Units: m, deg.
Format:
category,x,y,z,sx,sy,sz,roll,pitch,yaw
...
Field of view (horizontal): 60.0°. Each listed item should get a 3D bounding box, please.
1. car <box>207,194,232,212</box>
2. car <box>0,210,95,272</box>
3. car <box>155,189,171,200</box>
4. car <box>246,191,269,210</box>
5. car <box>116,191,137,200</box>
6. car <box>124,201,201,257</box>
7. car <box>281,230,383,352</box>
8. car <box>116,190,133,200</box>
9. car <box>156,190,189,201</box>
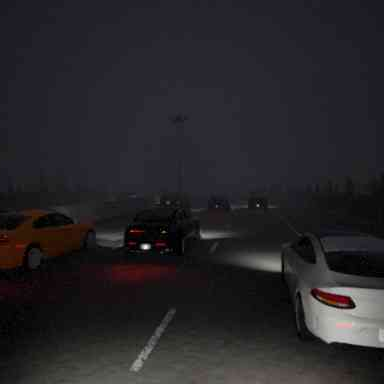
category,x,y,z,sx,sy,sz,roll,pitch,yaw
car,2.568,0.961,30.736,2.128,1.511,4.902,0,1,11
car,-4.787,1.297,10.277,1.882,1.535,5.008,0,1,11
car,-4.798,0.394,55.682,2.097,1.767,4.553,0,1,3
car,6.432,0.942,32.554,1.837,1.490,4.892,0,1,11
car,-9.120,0.698,46.786,1.837,1.490,4.892,0,1,8
car,-0.898,1.294,12.049,1.837,1.490,4.892,0,1,11
car,2.684,1.419,6.005,1.812,1.442,4.674,0,1,11
car,-11.687,0.481,57.855,1.882,1.535,5.008,0,1,2
car,-1.472,0.865,28.138,2.097,1.767,4.553,0,1,11
